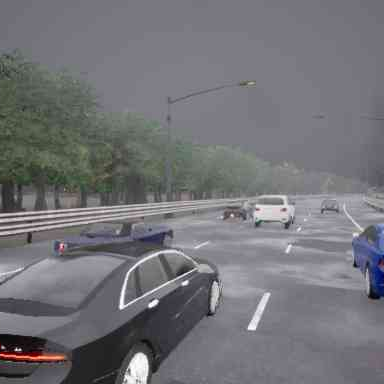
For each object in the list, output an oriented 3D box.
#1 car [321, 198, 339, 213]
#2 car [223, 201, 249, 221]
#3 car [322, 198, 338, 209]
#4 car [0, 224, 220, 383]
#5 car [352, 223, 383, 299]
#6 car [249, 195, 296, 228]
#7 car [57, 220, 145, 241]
[{"bbox_3d":[15.217,1.554,36.675,2.033,1.411,5.357,0,0,23],"label":"car"},{"bbox_3d":[4.000,1.507,27.762,1.837,1.490,4.892,0,1,22],"label":"car"},{"bbox_3d":[19.245,1.540,46.219,1.812,1.442,4.674,0,0,25],"label":"car"},{"bbox_3d":[-0.942,1.503,4.933,1.837,1.490,4.892,0,-1,20],"label":"car"},{"bbox_3d":[5.101,1.478,8.078,1.882,1.535,5.008,0,0,20],"label":"car"},{"bbox_3d":[5.704,1.224,22.610,2.150,2.045,5.566,0,0,22],"label":"car"},{"bbox_3d":[-2.312,1.601,11.411,1.895,1.301,4.718,0,0,20],"label":"car"}]
